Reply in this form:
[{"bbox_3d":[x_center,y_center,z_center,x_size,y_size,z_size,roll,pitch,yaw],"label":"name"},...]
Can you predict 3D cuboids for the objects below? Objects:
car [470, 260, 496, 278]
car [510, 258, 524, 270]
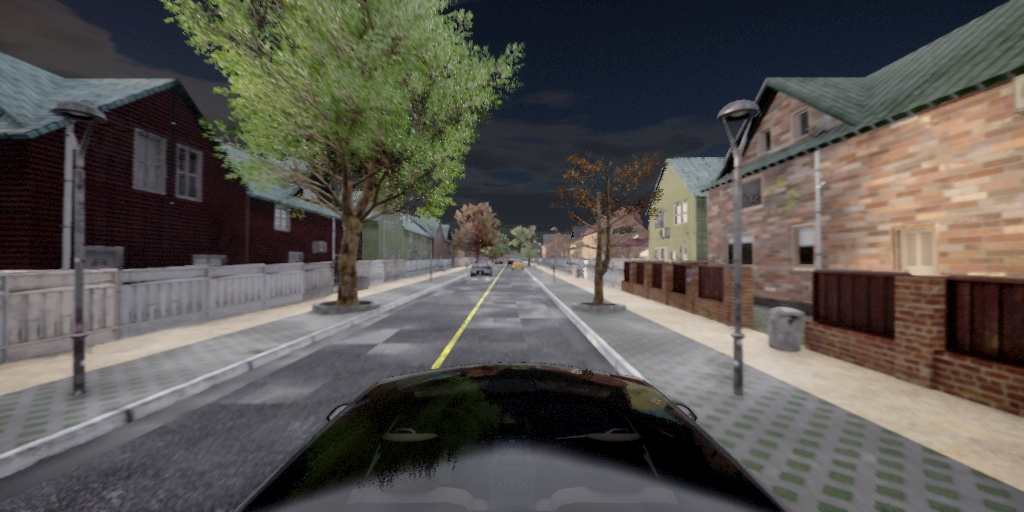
[{"bbox_3d":[-2.850,1.338,34.179,1.994,1.385,4.181,0,0,0],"label":"car"},{"bbox_3d":[0.949,1.254,55.184,1.801,1.575,5.366,0,0,0],"label":"car"}]
